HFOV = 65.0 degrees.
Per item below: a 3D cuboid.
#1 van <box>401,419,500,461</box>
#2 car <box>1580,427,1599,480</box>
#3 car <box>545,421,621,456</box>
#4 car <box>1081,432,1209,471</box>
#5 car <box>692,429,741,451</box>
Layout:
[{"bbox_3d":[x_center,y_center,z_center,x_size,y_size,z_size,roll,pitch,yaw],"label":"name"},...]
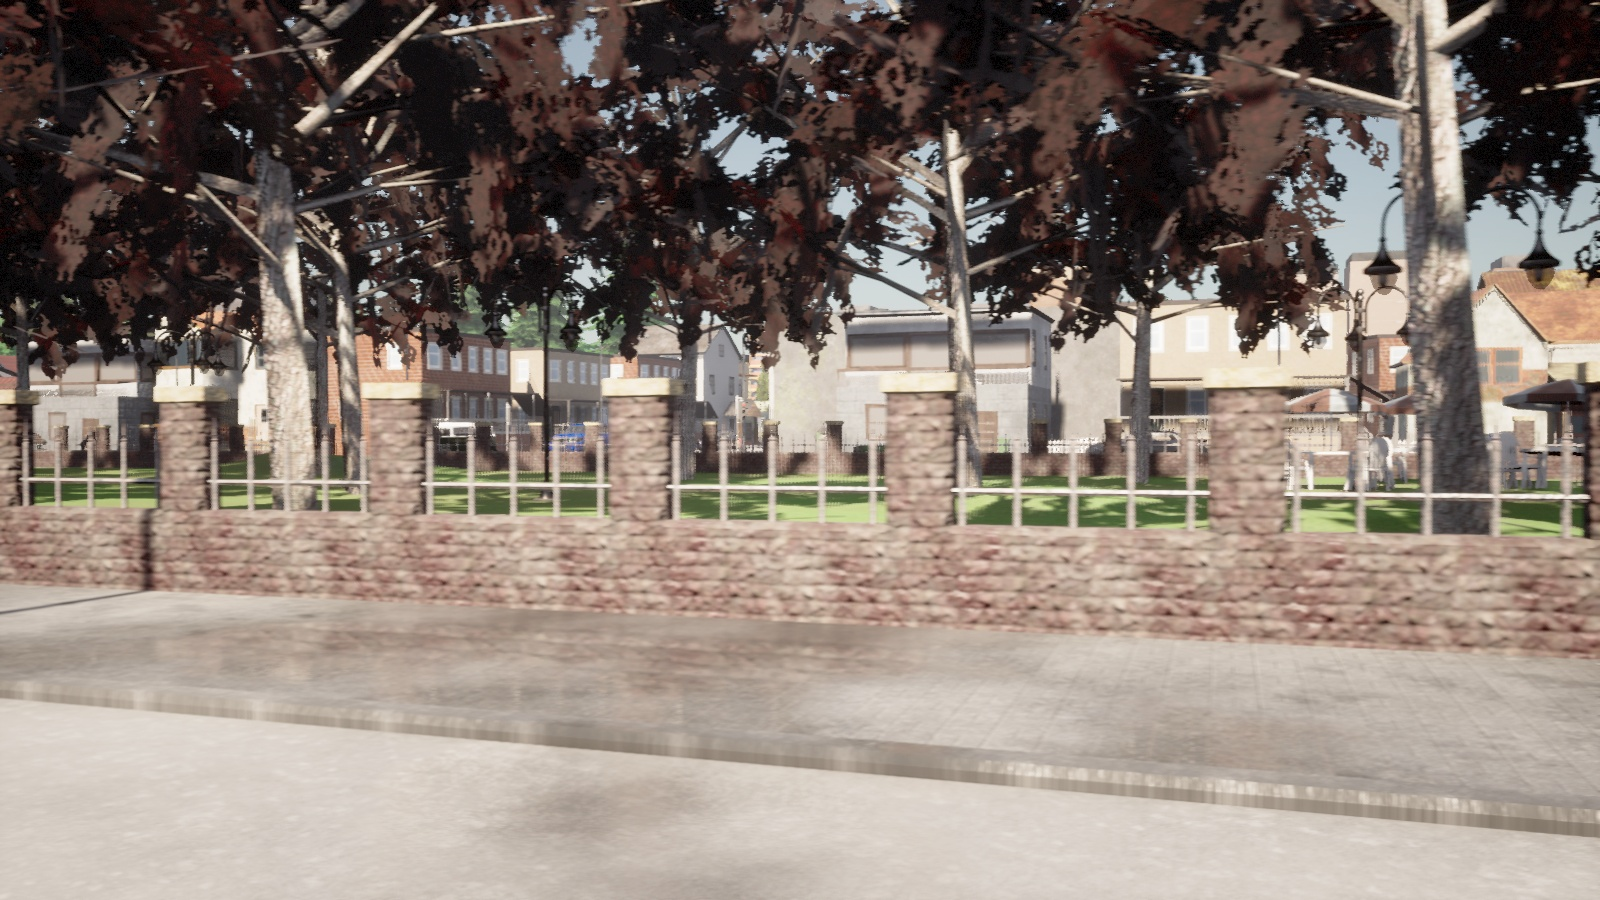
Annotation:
[{"bbox_3d":[-17.914,-0.552,64.552,2.069,2.038,4.480,3,2,39],"label":"van"},{"bbox_3d":[28.836,0.125,41.744,4.553,1.767,2.097,0,1,19],"label":"car"},{"bbox_3d":[-13.076,-0.722,76.072,2.150,2.045,5.566,1,1,19],"label":"car"},{"bbox_3d":[14.015,0.019,50.979,4.902,1.511,2.128,1,1,19],"label":"car"},{"bbox_3d":[-6.321,-0.805,96.003,2.033,1.649,4.856,1,1,19],"label":"car"}]
